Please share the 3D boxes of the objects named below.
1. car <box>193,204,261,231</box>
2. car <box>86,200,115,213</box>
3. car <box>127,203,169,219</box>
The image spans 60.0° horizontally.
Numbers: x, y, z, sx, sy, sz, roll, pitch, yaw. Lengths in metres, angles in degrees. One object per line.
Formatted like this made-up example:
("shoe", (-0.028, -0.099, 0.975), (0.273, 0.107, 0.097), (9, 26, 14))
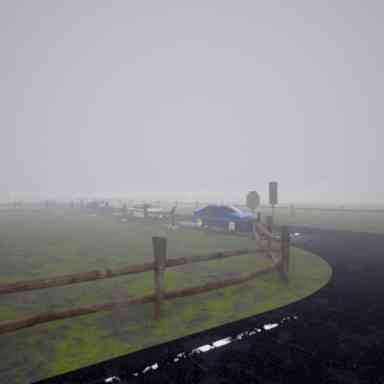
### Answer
("car", (2.061, 1.526, 20.786), (1.882, 1.535, 5.008), (-1, 0, -36))
("car", (-10.718, 1.669, 38.751), (2.033, 1.411, 5.357), (-1, 0, -35))
("car", (-3.871, 1.681, 29.101), (1.895, 1.301, 4.718), (-1, 0, -35))
